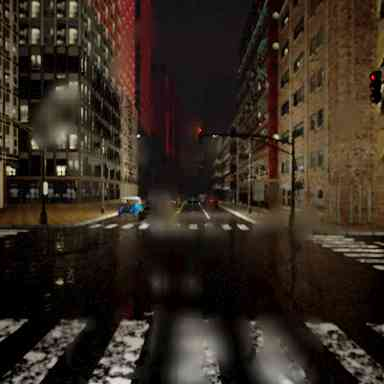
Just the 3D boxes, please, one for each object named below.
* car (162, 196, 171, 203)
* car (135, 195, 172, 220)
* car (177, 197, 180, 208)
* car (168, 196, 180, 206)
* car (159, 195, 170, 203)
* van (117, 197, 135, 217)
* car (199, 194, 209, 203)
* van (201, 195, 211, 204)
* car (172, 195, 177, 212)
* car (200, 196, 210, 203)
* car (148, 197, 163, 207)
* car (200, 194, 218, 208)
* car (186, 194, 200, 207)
[{"bbox_3d":[-5.756,1.587,74.904,1.752,1.417,4.829,0,0,0],"label":"car"},{"bbox_3d":[-3.153,1.368,27.938,2.097,1.767,4.553,0,0,1],"label":"car"},{"bbox_3d":[-3.090,1.384,46.619,2.097,1.767,4.553,0,0,0],"label":"car"},{"bbox_3d":[-3.048,1.519,57.064,1.882,1.535,5.008,0,0,0],"label":"car"},{"bbox_3d":[-5.751,1.496,69.523,1.967,1.590,4.097,0,0,0],"label":"car"},{"bbox_3d":[-5.717,1.359,30.667,1.690,1.788,3.998,0,0,0],"label":"van"},{"bbox_3d":[2.624,1.377,75.083,2.192,1.841,5.009,0,0,0],"label":"car"},{"bbox_3d":[2.634,1.390,63.981,1.690,1.788,3.998,0,0,0],"label":"van"},{"bbox_3d":[-3.119,1.375,36.727,2.097,1.767,4.553,0,0,0],"label":"car"},{"bbox_3d":[2.630,1.606,69.531,2.008,1.369,4.403,0,0,0],"label":"car"},{"bbox_3d":[-5.736,1.563,52.701,1.752,1.417,4.829,0,0,0],"label":"car"},{"bbox_3d":[2.648,1.347,47.329,2.192,1.841,5.009,0,0,0],"label":"car"},{"bbox_3d":[0.056,1.528,52.037,2.128,1.511,4.902,0,0,0],"label":"car"}]
